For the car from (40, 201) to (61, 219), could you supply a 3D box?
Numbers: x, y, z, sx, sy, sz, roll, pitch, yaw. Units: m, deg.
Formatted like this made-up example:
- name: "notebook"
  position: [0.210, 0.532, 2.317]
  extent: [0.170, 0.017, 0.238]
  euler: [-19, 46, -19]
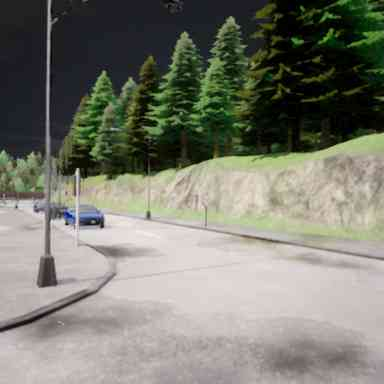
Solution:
- name: "car"
  position: [-12.808, 1.761, 31.859]
  extent: [2.033, 1.411, 5.357]
  euler: [1, -1, -31]

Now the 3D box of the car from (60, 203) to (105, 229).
- name: "car"
  position: [-7.544, 1.645, 23.202]
  extent: [1.882, 1.535, 5.008]
  euler: [1, -1, -31]

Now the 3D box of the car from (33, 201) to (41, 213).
- name: "car"
  position: [-18.250, 1.788, 40.859]
  extent: [1.812, 1.442, 4.674]
  euler: [1, -1, -31]
